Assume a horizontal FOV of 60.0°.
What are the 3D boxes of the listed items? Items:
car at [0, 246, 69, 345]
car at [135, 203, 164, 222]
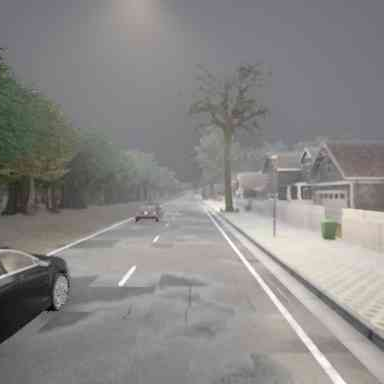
[{"bbox_3d":[-3.405,1.511,4.863,2.128,1.511,4.902,0,0,0],"label":"car"},{"bbox_3d":[-3.400,1.626,27.074,2.033,1.411,5.357,0,0,0],"label":"car"}]
